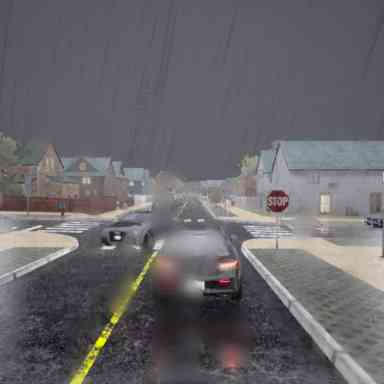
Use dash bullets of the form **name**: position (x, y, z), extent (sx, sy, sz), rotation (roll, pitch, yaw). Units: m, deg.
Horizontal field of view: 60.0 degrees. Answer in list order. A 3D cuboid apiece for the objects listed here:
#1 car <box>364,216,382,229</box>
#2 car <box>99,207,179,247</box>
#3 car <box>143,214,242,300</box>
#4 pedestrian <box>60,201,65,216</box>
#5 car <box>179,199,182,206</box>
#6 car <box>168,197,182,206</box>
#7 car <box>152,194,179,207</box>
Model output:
- **car**: position (13.775, 1.881, 21.405), extent (4.718, 1.301, 1.895), rotation (1, 1, 1)
- **car**: position (-2.229, 1.566, 14.623), extent (1.994, 1.385, 4.181), rotation (0, 0, 19)
- **car**: position (0.175, 1.523, 8.303), extent (1.812, 1.442, 4.674), rotation (0, 0, 2)
- **pedestrian**: position (-9.620, 1.242, 24.741), extent (0.500, 1.100, 0.500), rotation (0, 0, 1)
- **car**: position (-2.726, 1.551, 43.973), extent (1.994, 1.385, 4.181), rotation (0, 0, 1)
- **car**: position (-2.700, 1.543, 54.432), extent (1.994, 1.385, 4.181), rotation (0, 0, 0)
- **car**: position (-2.771, 1.213, 34.057), extent (2.150, 2.045, 5.566), rotation (0, 0, 0)
